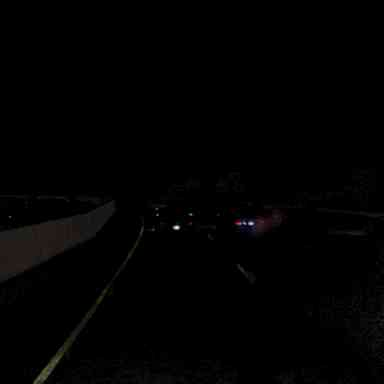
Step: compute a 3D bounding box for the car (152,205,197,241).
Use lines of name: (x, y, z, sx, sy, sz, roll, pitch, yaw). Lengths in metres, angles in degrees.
car: (-0.895, 1.566, 16.954, 1.994, 1.385, 4.181, 0, 0, -6)

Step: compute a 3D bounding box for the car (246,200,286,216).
car: (7.356, 1.539, 33.856, 2.033, 1.411, 5.357, 0, 0, -11)

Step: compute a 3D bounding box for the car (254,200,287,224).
car: (5.316, 1.520, 24.199, 1.812, 1.442, 4.674, 0, 0, -7)

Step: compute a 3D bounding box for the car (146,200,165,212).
car: (-4.349, 1.610, 38.778, 1.895, 1.301, 4.718, 0, 0, -12)

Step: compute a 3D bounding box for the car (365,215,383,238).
car: (9.837, 1.492, 14.944, 1.837, 1.490, 4.892, 0, 0, -4)

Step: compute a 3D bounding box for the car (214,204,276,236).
car: (2.535, 1.545, 18.242, 2.033, 1.411, 5.357, 0, 0, -6)

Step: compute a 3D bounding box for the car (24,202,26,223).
car: (-12.302, 1.620, 22.648, 1.895, 1.301, 4.718, 0, 0, -8)
